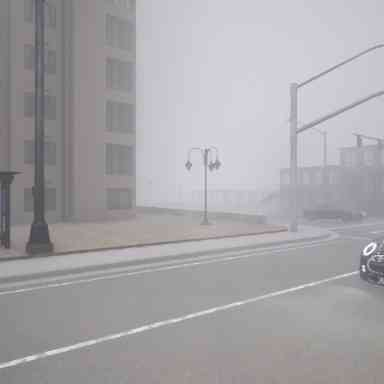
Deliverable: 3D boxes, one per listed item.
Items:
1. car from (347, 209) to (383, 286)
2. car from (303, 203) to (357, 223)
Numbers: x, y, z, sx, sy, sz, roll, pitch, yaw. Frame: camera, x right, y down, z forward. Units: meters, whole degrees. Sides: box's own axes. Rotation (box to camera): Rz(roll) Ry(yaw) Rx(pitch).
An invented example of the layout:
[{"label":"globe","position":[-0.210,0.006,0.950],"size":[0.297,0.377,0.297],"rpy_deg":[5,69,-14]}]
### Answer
[{"label":"car","position":[6.202,1.352,8.338],"size":[4.553,1.767,2.097],"rpy_deg":[0,0,-35]},{"label":"car","position":[11.174,1.622,26.309],"size":[2.128,1.511,4.902],"rpy_deg":[0,-4,-36]}]
